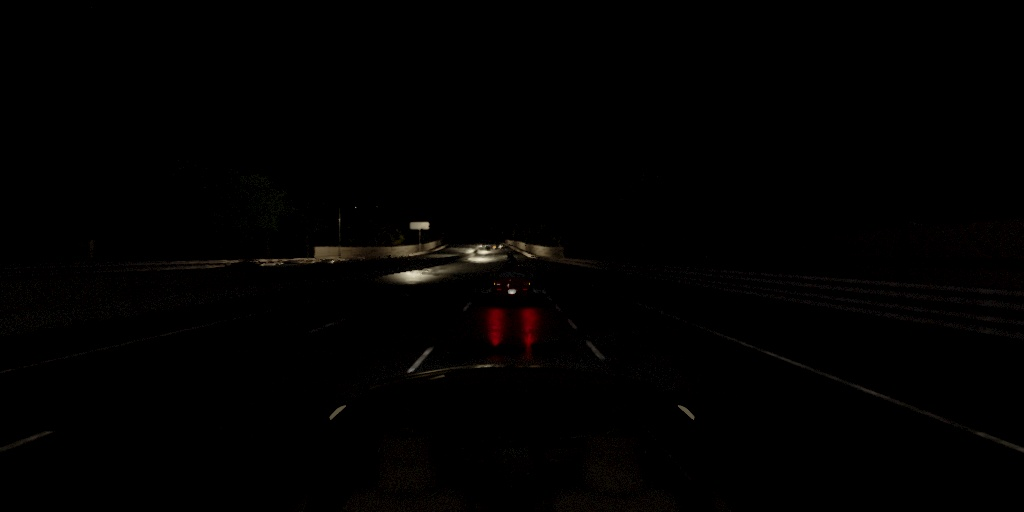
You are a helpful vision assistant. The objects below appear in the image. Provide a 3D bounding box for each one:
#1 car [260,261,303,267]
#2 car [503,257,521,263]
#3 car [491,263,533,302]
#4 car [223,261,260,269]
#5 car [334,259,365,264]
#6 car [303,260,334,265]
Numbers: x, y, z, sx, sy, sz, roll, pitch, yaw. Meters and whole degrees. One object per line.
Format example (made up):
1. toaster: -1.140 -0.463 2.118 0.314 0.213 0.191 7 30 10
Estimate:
1. car: -24.568 1.200 39.048 1.895 1.301 4.718 0 0 0
2. car: 0.004 1.117 40.482 1.812 1.442 4.674 0 0 0
3. car: 0.001 1.241 16.674 1.812 1.442 4.674 0 0 0
4. car: -28.065 1.172 37.674 1.994 1.385 4.181 0 0 0
5. car: -17.566 1.118 40.020 1.812 1.442 4.674 0 0 0
6. car: -21.062 1.154 40.338 1.994 1.385 4.181 0 0 0
